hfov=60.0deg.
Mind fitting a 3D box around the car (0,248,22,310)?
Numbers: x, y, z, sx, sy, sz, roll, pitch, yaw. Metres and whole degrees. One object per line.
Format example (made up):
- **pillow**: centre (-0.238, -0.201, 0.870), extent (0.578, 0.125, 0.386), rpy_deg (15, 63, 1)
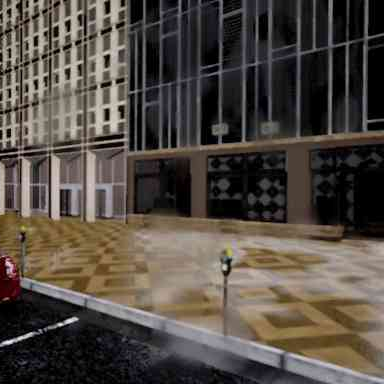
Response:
- **car**: centre (-5.231, 1.459, 6.596), extent (4.097, 1.590, 1.967), rpy_deg (0, 0, 36)
